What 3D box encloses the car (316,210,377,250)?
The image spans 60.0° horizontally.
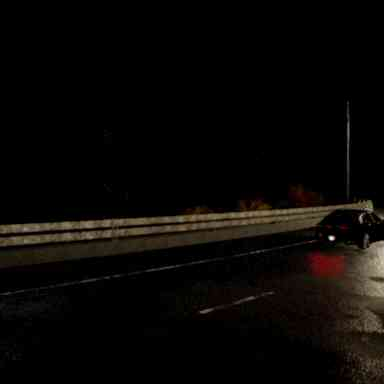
[{"bbox_3d":[7.205,1.538,14.617,4.892,1.490,1.837,0,0,-43],"label":"car"}]

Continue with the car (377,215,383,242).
[{"bbox_3d":[8.202,1.249,10.704,5.566,2.045,2.150,0,0,-42],"label":"car"}]
